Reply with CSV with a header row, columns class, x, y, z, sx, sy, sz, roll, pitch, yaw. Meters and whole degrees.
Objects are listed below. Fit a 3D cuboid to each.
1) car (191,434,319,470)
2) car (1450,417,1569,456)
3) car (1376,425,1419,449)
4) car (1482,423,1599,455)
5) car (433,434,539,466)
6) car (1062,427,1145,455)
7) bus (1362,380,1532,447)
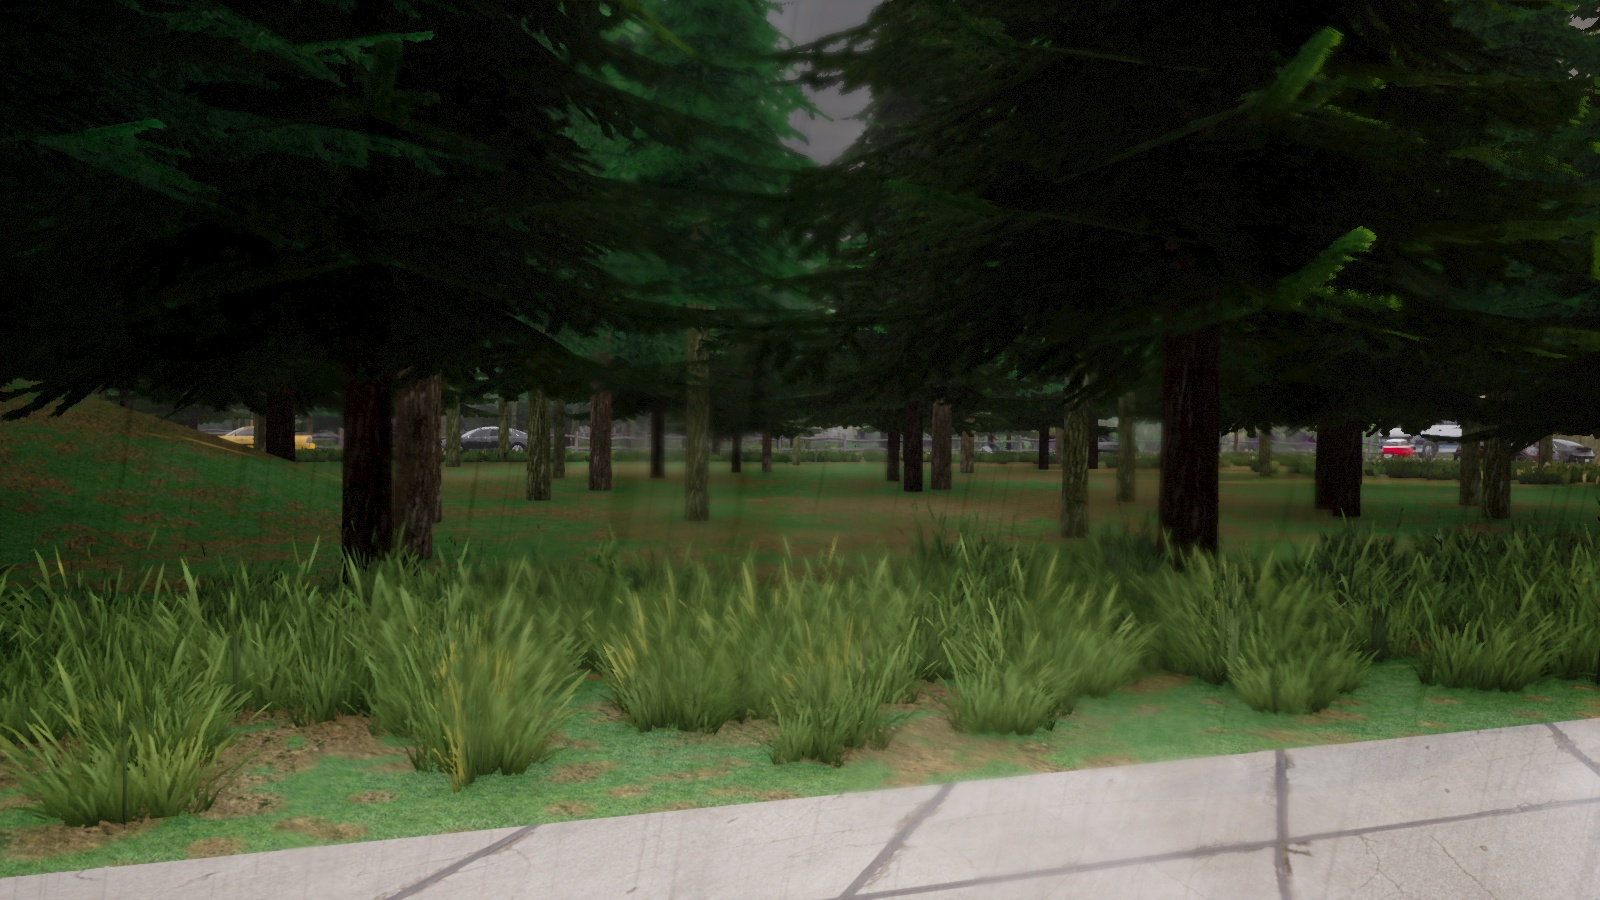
class,x,y,z,sx,sy,sz,roll,pitch,yaw
car,-25.178,0.062,58.221,5.366,1.575,1.801,-1,1,-21
car,33.241,-0.636,59.011,2.097,1.767,4.553,-1,1,-22
car,35.924,-0.767,75.507,2.207,1.376,1.481,-2,1,-40
car,36.106,-0.558,61.283,1.837,1.490,4.892,-1,1,-22
car,-15.475,-0.037,61.913,4.892,1.490,1.837,-1,1,-21
car,16.980,-0.523,70.246,4.193,1.474,1.816,-1,1,-19
bus,42.684,-2.396,82.883,10.273,4.253,3.944,-1,1,-19
